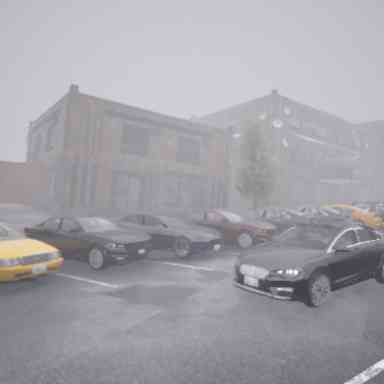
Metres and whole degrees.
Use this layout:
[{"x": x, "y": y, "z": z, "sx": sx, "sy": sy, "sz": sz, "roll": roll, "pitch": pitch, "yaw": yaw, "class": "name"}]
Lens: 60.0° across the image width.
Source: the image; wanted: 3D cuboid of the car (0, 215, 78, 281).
[{"x": -5.732, "y": 1.469, "z": 9.156, "sx": 5.366, "sy": 1.575, "sz": 1.946, "roll": -1, "pitch": -1, "yaw": 34, "class": "car"}]

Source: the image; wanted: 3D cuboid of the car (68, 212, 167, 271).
[{"x": -3.522, "y": 1.479, "z": 11.001, "sx": 5.008, "sy": 1.535, "sz": 2.097, "roll": -1, "pitch": -1, "yaw": 34, "class": "car"}]

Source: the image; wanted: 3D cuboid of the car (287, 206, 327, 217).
[{"x": 3.599, "y": 1.496, "z": 16.183, "sx": 4.892, "sy": 1.521, "sz": 2.231, "roll": -1, "pitch": -1, "yaw": 34, "class": "car"}]

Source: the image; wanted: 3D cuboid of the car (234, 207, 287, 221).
[{"x": 1.220, "y": 1.490, "z": 14.465, "sx": 5.008, "sy": 1.535, "sz": 2.097, "roll": -1, "pitch": -1, "yaw": 34, "class": "car"}]

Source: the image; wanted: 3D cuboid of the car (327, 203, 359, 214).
[{"x": 5.973, "y": 1.502, "z": 17.905, "sx": 4.892, "sy": 1.521, "sz": 2.231, "roll": -1, "pitch": -1, "yaw": 34, "class": "car"}]

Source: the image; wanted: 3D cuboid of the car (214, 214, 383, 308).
[{"x": 3.148, "y": 1.504, "z": 8.037, "sx": 4.902, "sy": 1.511, "sz": 2.128, "roll": 0, "pitch": 0, "yaw": -36, "class": "car"}]

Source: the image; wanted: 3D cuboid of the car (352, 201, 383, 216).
[{"x": 8.348, "y": 1.506, "z": 19.633, "sx": 5.008, "sy": 1.535, "sz": 2.097, "roll": -1, "pitch": -1, "yaw": 34, "class": "car"}]

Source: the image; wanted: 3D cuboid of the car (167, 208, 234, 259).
[{"x": -1.123, "y": 1.514, "z": 12.710, "sx": 4.792, "sy": 1.488, "sz": 2.163, "roll": -1, "pitch": -1, "yaw": 34, "class": "car"}]
